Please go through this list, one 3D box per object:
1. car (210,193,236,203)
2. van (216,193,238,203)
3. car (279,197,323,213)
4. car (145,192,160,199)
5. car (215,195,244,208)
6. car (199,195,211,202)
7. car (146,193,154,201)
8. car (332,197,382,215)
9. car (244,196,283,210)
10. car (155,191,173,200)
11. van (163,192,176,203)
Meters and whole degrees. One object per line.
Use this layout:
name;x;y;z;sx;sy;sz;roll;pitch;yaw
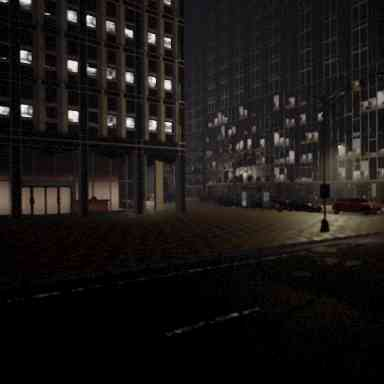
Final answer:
car;5.361;1.327;50.669;1.837;1.490;4.892;-1;1;-34
van;6.213;1.033;59.668;1.690;1.788;3.998;0;1;-34
car;12.033;1.561;36.105;1.947;1.339;4.313;0;1;-34
car;-9.841;0.868;83.118;1.967;1.590;4.097;0;1;-34
car;5.674;1.458;45.529;1.947;1.339;4.313;0;1;-34
car;3.002;1.222;64.360;1.802;1.307;4.206;0;1;-34
car;-10.335;1.182;69.007;2.008;1.369;4.403;0;1;-34
car;16.791;1.356;33.953;2.097;1.767;4.553;-1;1;-34
car;8.836;1.526;40.807;1.802;1.307;4.206;0;1;-34
car;-6.630;0.796;78.428;2.192;1.841;5.009;0;1;-34
van;-3.912;1.079;59.625;1.690;1.788;3.998;0;1;-34
